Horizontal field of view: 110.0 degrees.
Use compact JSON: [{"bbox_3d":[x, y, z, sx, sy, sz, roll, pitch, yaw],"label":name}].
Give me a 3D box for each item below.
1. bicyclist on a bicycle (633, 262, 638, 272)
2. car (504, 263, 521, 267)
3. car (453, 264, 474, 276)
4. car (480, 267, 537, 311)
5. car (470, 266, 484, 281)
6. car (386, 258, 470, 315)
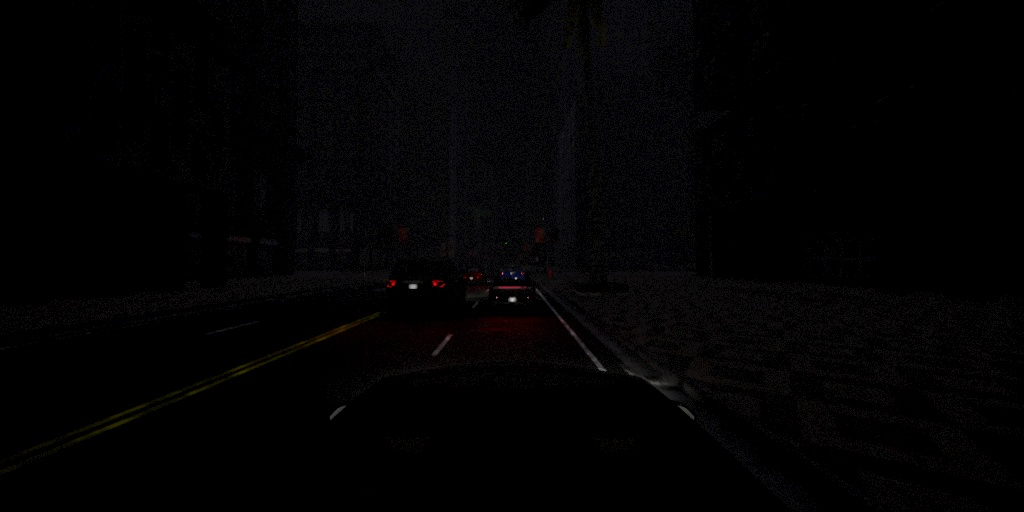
[{"bbox_3d":[18.453,1.657,53.821,0.582,1.620,1.656,0,-2,-1],"label":"bicyclist on a bicycle"},{"bbox_3d":[0.054,1.442,30.307,2.097,1.767,4.553,0,-1,0],"label":"car"},{"bbox_3d":[-6.465,1.877,48.306,2.128,1.511,4.902,0,-1,0],"label":"car"},{"bbox_3d":[0.036,1.391,15.368,2.128,1.511,4.902,0,-1,1],"label":"car"},{"bbox_3d":[-3.191,1.623,30.774,1.812,1.442,4.674,0,-1,1],"label":"car"},{"bbox_3d":[-3.227,1.112,14.432,2.150,2.045,5.566,0,0,0],"label":"car"}]
